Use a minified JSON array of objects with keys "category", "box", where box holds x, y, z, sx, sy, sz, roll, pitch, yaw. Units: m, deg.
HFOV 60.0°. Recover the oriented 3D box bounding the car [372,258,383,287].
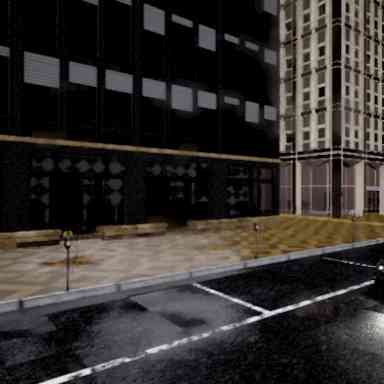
[{"category":"car","box":[6.518,1.552,8.007,5.357,1.411,2.033,0,0,-35]}]
